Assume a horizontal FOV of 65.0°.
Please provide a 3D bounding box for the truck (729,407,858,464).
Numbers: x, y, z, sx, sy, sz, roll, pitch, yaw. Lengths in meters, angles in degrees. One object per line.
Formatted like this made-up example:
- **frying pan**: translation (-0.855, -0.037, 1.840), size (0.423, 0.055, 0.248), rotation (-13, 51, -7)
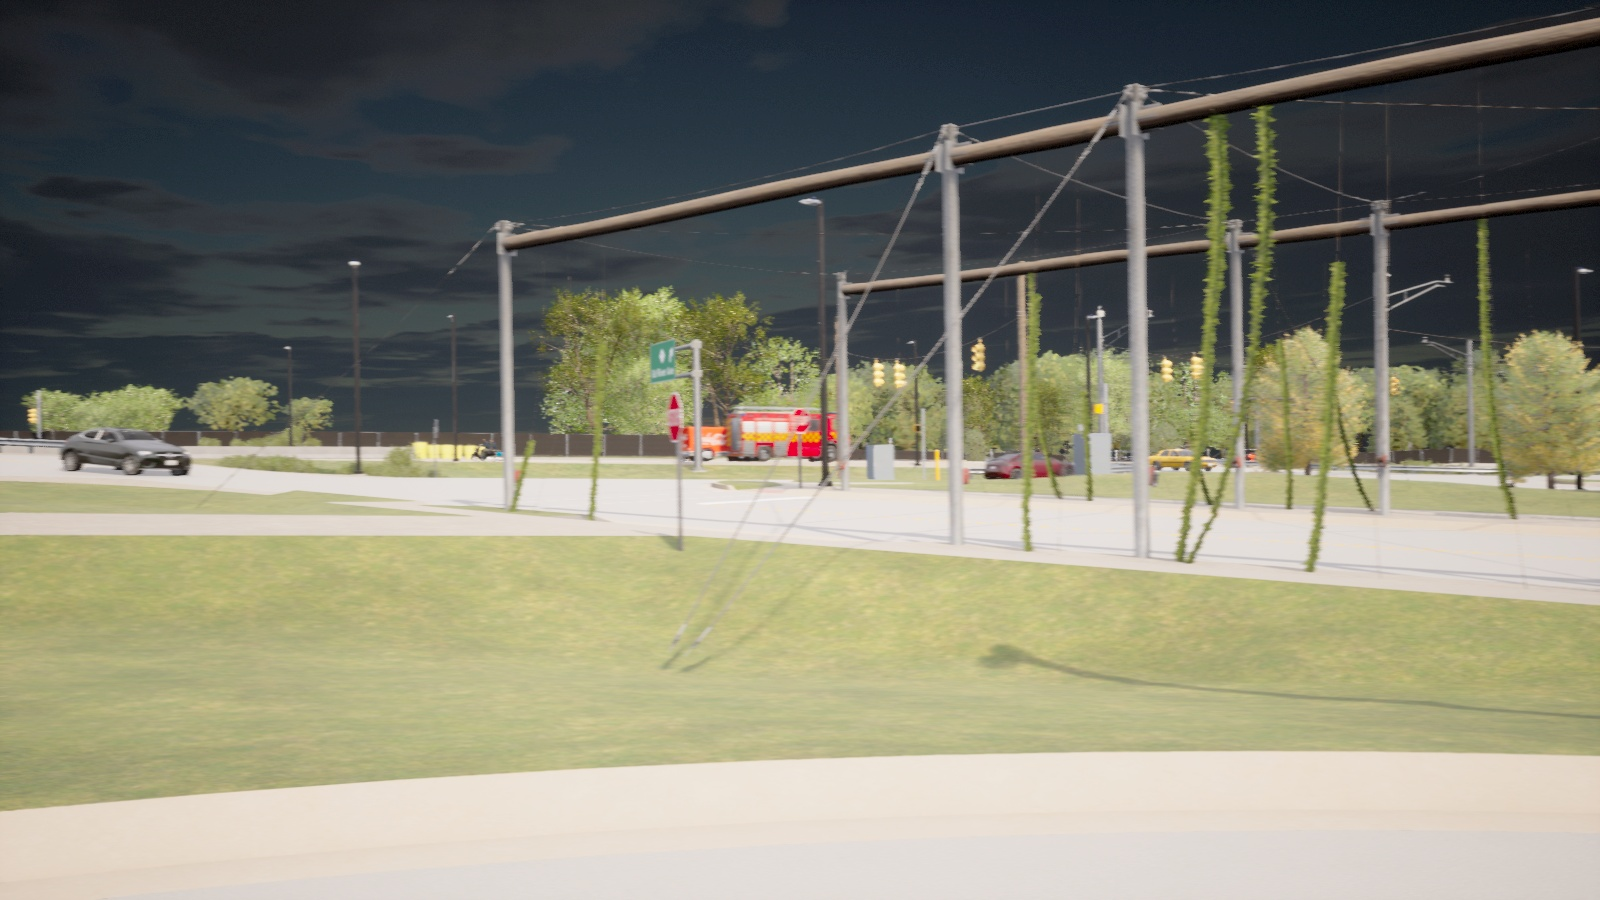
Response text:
- **truck**: translation (-0.423, -1.052, 87.876), size (8.468, 3.827, 2.891), rotation (-1, -1, -24)

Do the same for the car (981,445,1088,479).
- **car**: translation (10.187, 0.528, 54.507), size (4.181, 1.385, 1.994), rotation (-1, -1, -25)

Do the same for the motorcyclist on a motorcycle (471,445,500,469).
- **motorcyclist on a motorcycle**: translation (-21.541, 0.460, 86.037), size (1.817, 1.590, 0.866), rotation (-1, -1, -24)

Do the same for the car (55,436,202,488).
- **car**: translation (-24.259, 0.402, 45.327), size (5.027, 1.651, 2.152), rotation (2, 1, 26)

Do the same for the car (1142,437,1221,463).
- **car**: translation (24.729, 0.049, 81.607), size (1.801, 1.575, 5.366), rotation (-1, 0, -25)

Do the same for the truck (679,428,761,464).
- **truck**: translation (-5.671, -0.262, 89.342), size (5.204, 2.467, 2.627), rotation (-1, -1, -24)
